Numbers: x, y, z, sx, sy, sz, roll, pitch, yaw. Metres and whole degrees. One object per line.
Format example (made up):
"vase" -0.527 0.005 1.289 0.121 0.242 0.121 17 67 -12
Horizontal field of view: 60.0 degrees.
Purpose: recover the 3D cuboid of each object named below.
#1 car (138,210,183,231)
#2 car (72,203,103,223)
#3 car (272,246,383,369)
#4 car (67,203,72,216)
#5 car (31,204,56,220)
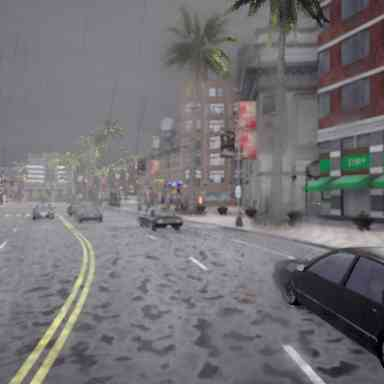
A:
"car" -2.289 1.847 22.529 1.895 1.301 4.718 0 -1 -23
"car" -9.107 1.902 29.225 1.994 1.385 4.181 0 -1 -24
"car" 3.064 1.595 5.258 2.033 1.411 5.357 0 -1 -8
"car" -13.634 2.005 39.255 2.033 1.411 5.357 0 -1 -24
"car" -14.572 1.895 32.622 2.128 1.511 4.902 0 -1 -24
